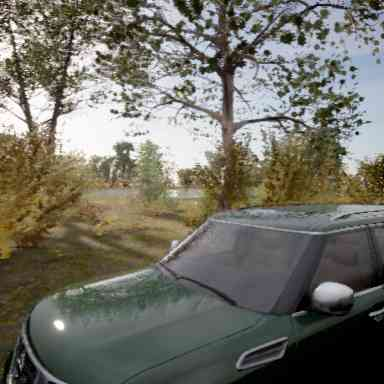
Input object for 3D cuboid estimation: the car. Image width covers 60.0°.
[{"bbox_3d":[1.076,1.186,3.692,5.566,2.045,2.150,0,1,-32],"label":"car"}]
